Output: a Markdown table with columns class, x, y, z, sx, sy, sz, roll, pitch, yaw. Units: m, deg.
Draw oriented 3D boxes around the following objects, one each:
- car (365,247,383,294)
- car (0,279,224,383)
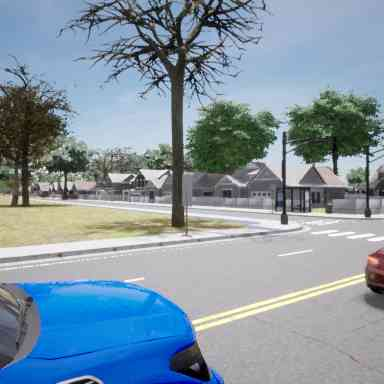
| class | x | y | z | sx | sy | sz | roll | pitch | yaw |
| --- | --- | --- | --- | --- | --- | --- | --- | --- | --- |
| car | 5.677 | 1.525 | 7.464 | 4.674 | 1.442 | 1.812 | 0 | 0 | -36 |
| car | -2.399 | 1.222 | 1.730 | 5.566 | 2.045 | 2.150 | 0 | 0 | -36 |
